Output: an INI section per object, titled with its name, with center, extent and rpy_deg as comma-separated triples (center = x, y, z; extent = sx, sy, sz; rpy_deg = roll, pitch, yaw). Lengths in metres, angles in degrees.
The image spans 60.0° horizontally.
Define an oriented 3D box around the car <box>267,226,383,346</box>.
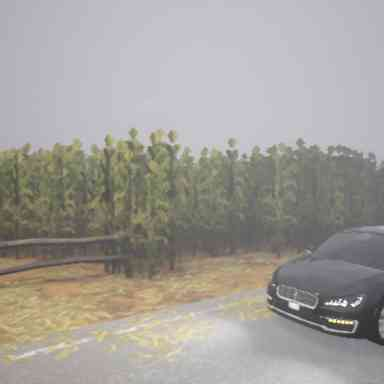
[car]
center = 3.556, 1.460, 6.347
extent = 4.892, 1.490, 1.837
rpy_deg = 0, 1, -34
